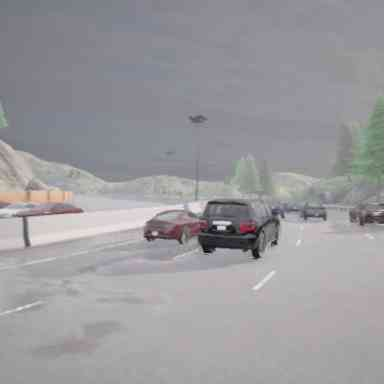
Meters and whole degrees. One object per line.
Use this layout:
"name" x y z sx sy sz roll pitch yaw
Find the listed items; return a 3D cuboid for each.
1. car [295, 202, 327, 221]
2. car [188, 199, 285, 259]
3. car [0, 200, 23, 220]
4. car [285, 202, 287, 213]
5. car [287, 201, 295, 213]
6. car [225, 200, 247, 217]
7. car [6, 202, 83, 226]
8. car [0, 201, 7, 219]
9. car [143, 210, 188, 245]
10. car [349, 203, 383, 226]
"car" 10.870 1.720 30.023 2.128 1.511 4.902 1 0 12
"car" 2.086 1.292 13.352 2.150 2.045 5.566 1 0 24
"car" -15.755 1.403 25.620 1.882 1.535 5.008 1 0 19
"car" 7.938 1.560 33.230 2.097 1.767 4.553 0 0 10
"car" 12.293 1.849 41.009 1.994 1.385 4.181 1 0 5
"car" 4.588 1.668 34.218 2.128 1.511 4.902 1 0 9
"car" -9.513 1.458 22.467 1.882 1.535 5.008 1 0 20
"car" -12.488 1.481 24.397 1.812 1.442 4.674 1 0 20
"car" -0.626 1.577 16.009 1.812 1.442 4.674 1 0 23
"car" 13.422 1.589 25.276 2.097 1.767 4.553 0 0 15
